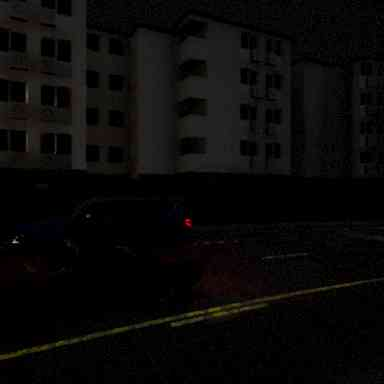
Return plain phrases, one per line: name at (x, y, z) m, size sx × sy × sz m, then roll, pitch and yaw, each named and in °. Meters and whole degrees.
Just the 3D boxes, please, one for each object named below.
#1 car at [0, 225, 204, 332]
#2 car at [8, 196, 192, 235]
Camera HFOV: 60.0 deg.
car at (-2.206, 1.558, 6.381) m, size 4.718 × 1.301 × 1.895 m, roll 0°, pitch 0°, yaw -31°
car at (-2.637, 1.158, 10.295) m, size 5.566 × 2.045 × 2.150 m, roll 0°, pitch 0°, yaw -30°
